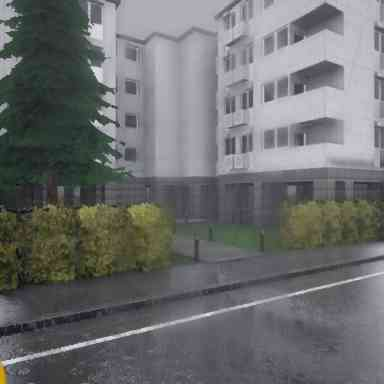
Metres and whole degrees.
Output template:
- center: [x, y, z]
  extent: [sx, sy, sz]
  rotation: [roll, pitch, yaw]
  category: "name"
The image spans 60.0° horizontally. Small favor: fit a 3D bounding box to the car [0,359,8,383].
- center: [-3.611, 1.488, 1.344]
  extent: [5.008, 1.535, 1.882]
  rotation: [-1, 0, -38]
  category: "car"
